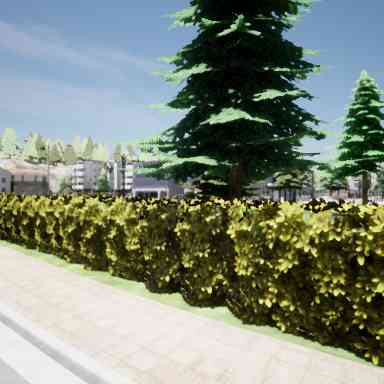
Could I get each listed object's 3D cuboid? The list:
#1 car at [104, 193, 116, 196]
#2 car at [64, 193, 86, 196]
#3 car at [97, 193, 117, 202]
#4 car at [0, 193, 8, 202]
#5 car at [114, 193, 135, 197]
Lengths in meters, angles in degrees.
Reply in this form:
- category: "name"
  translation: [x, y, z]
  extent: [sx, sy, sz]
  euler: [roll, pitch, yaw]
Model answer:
- category: "car"
  translation: [-15.867, 1.092, 69.694]
  extent: [1.932, 1.855, 4.605]
  euler: [0, 0, 44]
- category: "car"
  translation: [-27.331, 1.147, 80.428]
  extent: [2.152, 1.636, 5.027]
  euler: [0, 0, 44]
- category: "car"
  translation: [-18.224, 1.072, 71.441]
  extent: [1.905, 1.878, 3.866]
  euler: [0, 0, 44]
- category: "car"
  translation: [-41.776, 1.090, 70.259]
  extent: [1.932, 1.855, 4.605]
  euler: [0, 0, 44]
- category: "car"
  translation: [-10.069, 1.381, 53.354]
  extent: [1.970, 1.475, 3.806]
  euler: [0, 0, 44]
